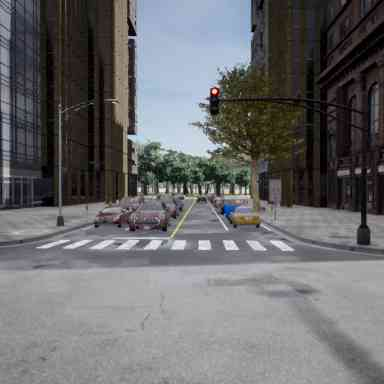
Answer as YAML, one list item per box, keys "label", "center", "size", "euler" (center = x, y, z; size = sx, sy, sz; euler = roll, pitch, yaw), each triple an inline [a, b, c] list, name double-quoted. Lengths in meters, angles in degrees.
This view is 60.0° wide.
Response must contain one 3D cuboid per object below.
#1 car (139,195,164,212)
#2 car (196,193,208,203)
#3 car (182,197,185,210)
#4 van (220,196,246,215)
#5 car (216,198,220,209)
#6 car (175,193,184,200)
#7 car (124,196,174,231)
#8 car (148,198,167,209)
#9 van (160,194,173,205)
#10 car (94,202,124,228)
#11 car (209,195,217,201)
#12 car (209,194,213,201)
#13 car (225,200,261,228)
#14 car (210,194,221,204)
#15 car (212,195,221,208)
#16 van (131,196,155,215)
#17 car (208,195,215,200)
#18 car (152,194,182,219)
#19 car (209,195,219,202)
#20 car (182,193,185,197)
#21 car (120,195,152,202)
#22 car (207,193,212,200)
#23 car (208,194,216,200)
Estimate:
- label: "car"
  center: [-4.675, 1.269, 38.961]
  size: [2.192, 1.841, 5.009]
  euler: [-1, 0, 2]
- label: "car"
  center: [1.926, 1.389, 65.851]
  size: [1.837, 1.490, 4.892]
  euler: [0, 0, 2]
- label: "car"
  center: [-1.993, 1.554, 39.109]
  size: [1.895, 1.301, 4.718]
  euler: [0, 0, 2]
- label: "van"
  center: [3.540, 1.316, 27.383]
  size: [1.690, 1.788, 3.998]
  euler: [-1, 0, 2]
- label: "car"
  center: [3.696, 1.531, 33.061]
  size: [1.947, 1.339, 4.313]
  euler: [-1, 0, 2]
- label: "car"
  center: [-3.293, 1.128, 90.058]
  size: [2.192, 1.841, 5.009]
  euler: [0, 0, 2]
- label: "car"
  center: [-2.452, 1.337, 20.183]
  size: [2.097, 1.767, 4.553]
  euler: [0, 0, 0]
- label: "car"
  center: [-4.519, 1.491, 44.639]
  size: [2.008, 1.369, 4.403]
  euler: [-1, 0, 2]
- label: "van"
  center: [-4.214, 1.252, 55.993]
  size: [1.690, 1.788, 3.998]
  euler: [0, 0, 2]
- label: "car"
  center: [-5.133, 1.565, 21.927]
  size: [1.802, 1.307, 4.206]
  euler: [-1, 0, 2]
- label: "car"
  center: [4.925, 1.429, 78.478]
  size: [1.802, 1.307, 4.206]
  euler: [0, 0, 2]
- label: "car"
  center: [4.310, 1.462, 55.769]
  size: [2.008, 1.369, 4.403]
  euler: [-1, 0, 2]
- label: "car"
  center: [3.393, 1.508, 21.875]
  size: [1.752, 1.417, 4.829]
  euler: [-1, 0, 2]
- label: "car"
  center: [4.157, 1.471, 50.092]
  size: [1.887, 1.381, 4.507]
  euler: [-1, 0, 2]
- label: "car"
  center: [4.008, 1.466, 44.585]
  size: [1.752, 1.417, 4.829]
  euler: [-1, 0, 2]
- label: "van"
  center: [-4.828, 1.306, 33.283]
  size: [1.690, 1.788, 3.998]
  euler: [-1, 0, 2]
- label: "car"
  center: [5.232, 1.379, 89.832]
  size: [1.947, 1.339, 4.313]
  euler: [0, 0, 2]
- label: "car"
  center: [-2.270, 1.324, 28.993]
  size: [2.097, 1.767, 4.553]
  euler: [0, 0, 2]
- label: "car"
  center: [4.771, 1.415, 72.800]
  size: [2.008, 1.369, 4.403]
  euler: [0, 0, 2]
- label: "car"
  center: [-3.444, 1.375, 84.381]
  size: [1.887, 1.381, 4.507]
  euler: [0, 0, 2]
- label: "car"
  center: [-4.983, 1.290, 27.605]
  size: [2.192, 1.841, 5.009]
  euler: [-1, 0, 2]
- label: "car"
  center: [4.462, 1.211, 61.446]
  size: [2.192, 1.841, 5.009]
  euler: [-1, 0, 2]
- label: "car"
  center: [5.082, 1.355, 84.324]
  size: [1.752, 1.417, 4.829]
  euler: [0, 0, 2]
